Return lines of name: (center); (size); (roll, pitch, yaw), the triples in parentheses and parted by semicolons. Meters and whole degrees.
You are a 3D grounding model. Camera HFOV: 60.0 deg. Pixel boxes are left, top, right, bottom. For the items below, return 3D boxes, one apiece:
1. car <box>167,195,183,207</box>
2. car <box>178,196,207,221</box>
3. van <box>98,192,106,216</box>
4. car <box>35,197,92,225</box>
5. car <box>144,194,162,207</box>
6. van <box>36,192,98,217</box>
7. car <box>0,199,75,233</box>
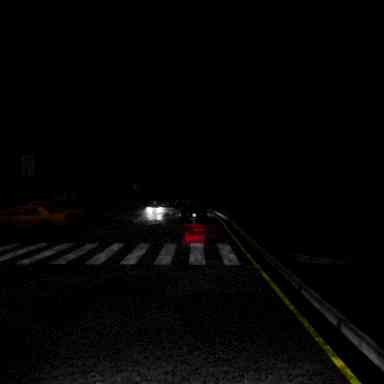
car: (-1.767, 1.064, 41.094); (2.033, 1.411, 5.357); (0, 1, -14)
car: (0.105, 1.302, 24.917); (1.837, 1.490, 4.892); (0, 1, -1)
van: (-9.353, 1.022, 26.978); (4.442, 1.987, 1.878); (-1, 1, -20)
car: (-9.201, 1.351, 21.035); (5.008, 1.535, 2.097); (-1, 1, -20)
car: (-4.837, 1.006, 40.793); (2.128, 1.511, 4.902); (0, 1, -14)
van: (-9.329, 1.075, 23.978); (4.442, 1.987, 1.878); (-1, 1, -20)
car: (-9.346, 1.396, 17.967); (5.366, 1.575, 1.946); (-1, 1, -20)
